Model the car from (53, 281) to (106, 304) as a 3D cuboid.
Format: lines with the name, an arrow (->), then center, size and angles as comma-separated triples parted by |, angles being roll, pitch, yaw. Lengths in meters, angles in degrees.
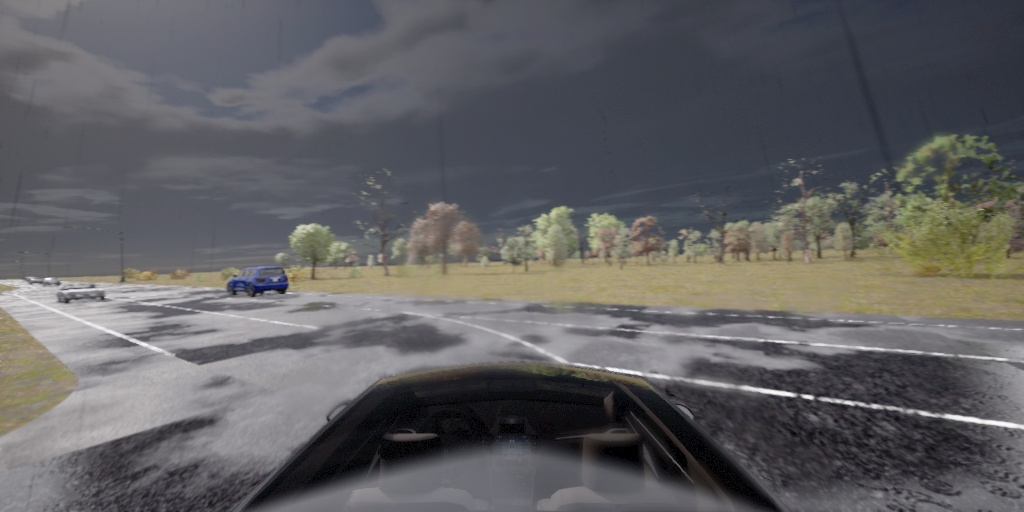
car -> -30.832, 2.630, 25.658 | 4.718, 1.301, 1.895 | -2, 0, 33

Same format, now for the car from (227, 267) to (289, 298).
car -> -18.260, 1.820, 25.757 | 5.566, 2.045, 2.150 | -2, 0, 33
